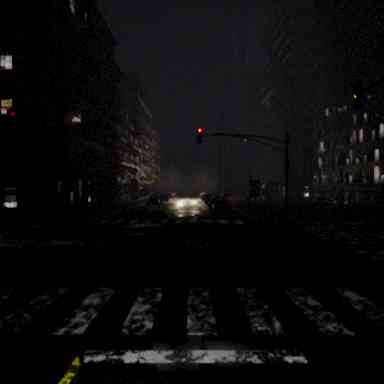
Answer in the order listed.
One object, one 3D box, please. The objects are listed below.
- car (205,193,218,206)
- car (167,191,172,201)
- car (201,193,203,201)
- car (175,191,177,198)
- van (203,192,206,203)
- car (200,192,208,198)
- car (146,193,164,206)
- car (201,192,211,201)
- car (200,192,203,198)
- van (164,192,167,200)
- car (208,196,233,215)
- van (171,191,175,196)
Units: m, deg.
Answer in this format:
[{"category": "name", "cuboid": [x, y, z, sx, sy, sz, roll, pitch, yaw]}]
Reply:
[{"category": "car", "cuboid": [2.782, 1.189, 36.447, 1.967, 1.590, 4.097, -1, 0, 0]}, {"category": "car", "cuboid": [-5.454, 1.080, 64.675, 1.887, 1.381, 4.507, -1, 0, 0]}, {"category": "car", "cuboid": [2.849, 1.168, 53.385, 1.887, 1.381, 4.507, -1, 0, 0]}, {"category": "car", "cuboid": [-5.348, 0.613, 92.905, 2.192, 1.841, 5.009, -1, 0, 0]}, {"category": "van", "cuboid": [2.825, 1.007, 47.737, 1.690, 1.788, 3.998, -1, 0, 0]}, {"category": "car", "cuboid": [3.016, 0.787, 87.257, 1.967, 1.590, 4.097, -1, 0, 0]}, {"category": "car", "cuboid": [-5.520, 1.232, 47.738, 1.947, 1.339, 4.313, -1, 0, 0]}, {"category": "car", "cuboid": [2.920, 0.929, 70.321, 1.967, 1.590, 4.097, -1, 0, 0]}, {"category": "car", "cuboid": [2.892, 0.975, 64.674, 1.967, 1.590, 4.097, -1, 0, 0]}, {"category": "van", "cuboid": [-5.501, 0.964, 53.382, 1.690, 1.788, 3.998, -1, 0, 0]}, {"category": "car", "cuboid": [2.762, 1.335, 30.802, 1.887, 1.381, 4.507, -1, 0, 0]}, {"category": "van", "cuboid": [-5.413, 0.784, 75.967, 1.690, 1.788, 3.998, -1, 0, 0]}]
